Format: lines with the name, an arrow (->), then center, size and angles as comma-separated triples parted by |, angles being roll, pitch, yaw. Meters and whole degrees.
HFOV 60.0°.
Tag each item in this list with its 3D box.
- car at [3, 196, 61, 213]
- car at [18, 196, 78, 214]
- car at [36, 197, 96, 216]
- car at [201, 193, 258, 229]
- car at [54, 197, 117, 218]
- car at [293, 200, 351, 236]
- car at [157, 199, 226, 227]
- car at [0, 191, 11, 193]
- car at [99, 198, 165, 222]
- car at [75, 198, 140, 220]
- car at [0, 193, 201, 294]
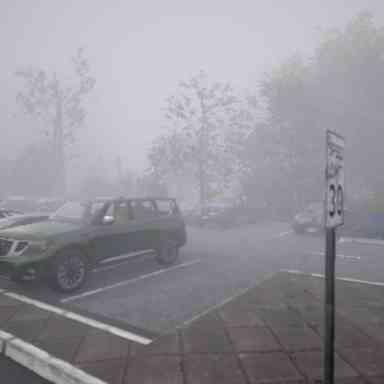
car -> -16.233, 1.212, 33.980 | 2.097, 1.535, 5.008 | 0, 0, 35
car -> -13.910, 1.230, 32.375 | 2.097, 1.535, 5.008 | 0, 0, 35
car -> -11.476, 1.278, 30.713 | 2.163, 1.488, 4.792 | 0, 0, 35
car -> 2.303, 1.096, 21.065 | 2.435, 2.045, 5.566 | 0, 0, 35
car -> -9.176, 1.266, 29.072 | 2.097, 1.535, 5.008 | 0, 0, 35
car -> 7.027, 1.242, 17.737 | 2.185, 1.767, 4.553 | 1, 1, 35
car -> 0.105, 1.335, 22.636 | 2.231, 1.521, 4.892 | 0, 0, 35
car -> -18.530, 1.069, 35.621 | 2.185, 1.767, 4.553 | 0, 0, 35
car -> -4.539, 1.302, 25.848 | 2.231, 1.521, 4.892 | 0, 0, 35
car -> -6.858, 1.283, 27.460 | 2.097, 1.535, 5.008 | 0, 0, 35
car -> -2.384, 1.112, 9.009 | 2.435, 2.045, 5.566 | 0, 0, 35
